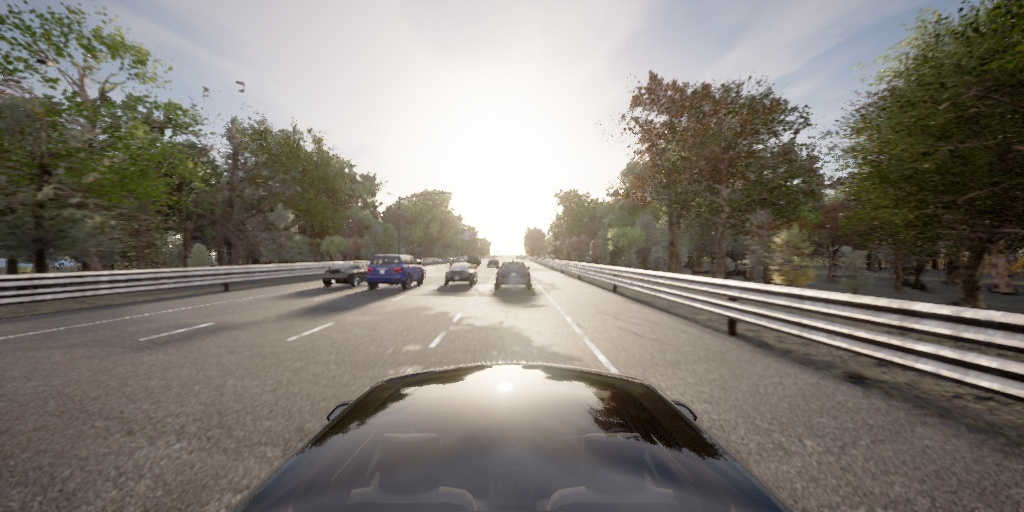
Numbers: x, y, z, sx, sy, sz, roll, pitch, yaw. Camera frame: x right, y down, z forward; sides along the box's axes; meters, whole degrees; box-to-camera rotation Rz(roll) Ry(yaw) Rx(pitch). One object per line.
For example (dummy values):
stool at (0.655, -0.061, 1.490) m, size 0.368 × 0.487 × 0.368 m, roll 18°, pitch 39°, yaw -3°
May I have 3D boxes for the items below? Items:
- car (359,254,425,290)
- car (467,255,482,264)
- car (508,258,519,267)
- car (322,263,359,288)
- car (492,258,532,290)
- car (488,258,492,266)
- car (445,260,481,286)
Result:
car at (-6.915, 0.907, 21.833) m, size 2.150 × 2.045 × 5.566 m, roll 0°, pitch 0°, yaw 0°
car at (-6.725, 0.776, 64.127) m, size 2.150 × 2.045 × 5.566 m, roll 0°, pitch 0°, yaw 0°
car at (0.273, 1.060, 63.929) m, size 1.837 × 1.490 × 4.892 m, roll 0°, pitch 1°, yaw 0°
car at (-10.411, 1.186, 23.339) m, size 1.837 × 1.490 × 4.892 m, roll 0°, pitch 1°, yaw 0°
car at (0.084, 1.033, 22.220) m, size 2.097 × 1.767 × 4.553 m, roll 0°, pitch 0°, yaw 0°
car at (-3.226, 1.030, 64.344) m, size 1.882 × 1.535 × 5.008 m, roll 0°, pitch 0°, yaw 0°
car at (-3.405, 1.200, 24.535) m, size 1.812 × 1.442 × 4.674 m, roll 0°, pitch 0°, yaw 0°
